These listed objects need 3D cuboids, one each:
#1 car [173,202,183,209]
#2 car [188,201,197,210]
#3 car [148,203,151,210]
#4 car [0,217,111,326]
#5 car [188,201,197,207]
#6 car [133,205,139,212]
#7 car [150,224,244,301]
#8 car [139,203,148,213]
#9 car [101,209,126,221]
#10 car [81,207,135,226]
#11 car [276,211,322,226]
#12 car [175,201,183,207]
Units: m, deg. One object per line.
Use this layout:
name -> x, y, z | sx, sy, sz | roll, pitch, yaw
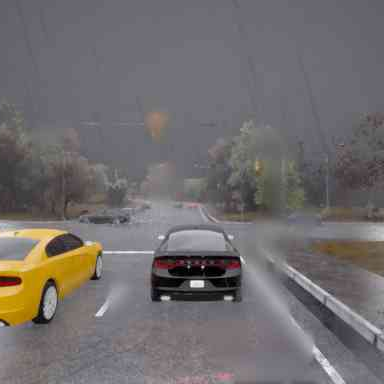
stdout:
car -> -3.322, 3.180, 76.660 | 1.837, 1.490, 4.892 | 0, 0, 0
car -> 0.179, 3.038, 76.147 | 2.097, 1.767, 4.553 | 0, 0, 0
car -> -10.325, 3.227, 75.295 | 2.033, 1.411, 5.357 | 0, 0, 0
car -> -3.404, 1.542, 7.274 | 1.882, 1.535, 5.008 | 0, -1, 0
car -> 0.099, 3.158, 86.304 | 2.033, 1.411, 5.357 | 0, 0, -3
car -> -10.457, 3.209, 54.610 | 1.812, 1.442, 4.674 | 0, -1, 0
car -> 0.104, 1.565, 8.515 | 1.882, 1.535, 5.008 | 0, -1, 0
car -> -10.391, 3.243, 64.715 | 2.128, 1.511, 4.902 | 0, 0, 1
car -> -10.507, 3.000, 44.740 | 2.033, 1.411, 5.357 | 0, -2, 1
car -> -8.385, 2.456, 32.032 | 4.892, 1.490, 1.837 | 0, -2, 5
car -> 10.086, 2.493, 31.477 | 4.181, 1.385, 1.994 | 0, -2, -2
car -> -3.417, 3.163, 86.728 | 1.994, 1.385, 4.181 | 0, 0, -3
